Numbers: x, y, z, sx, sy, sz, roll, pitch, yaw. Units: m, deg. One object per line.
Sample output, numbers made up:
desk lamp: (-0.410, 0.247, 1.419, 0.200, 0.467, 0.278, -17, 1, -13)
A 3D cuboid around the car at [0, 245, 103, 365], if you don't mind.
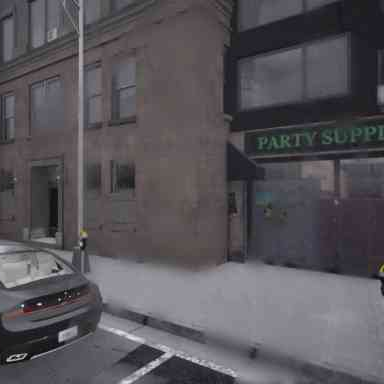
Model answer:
car: (-3.335, 1.550, 5.457, 4.403, 1.369, 2.008, 0, 0, 36)
